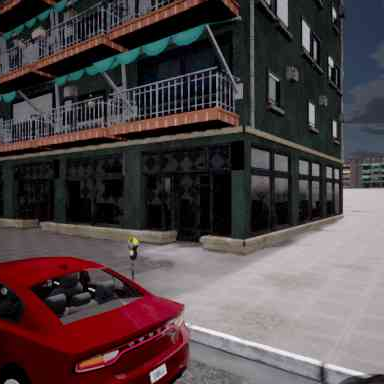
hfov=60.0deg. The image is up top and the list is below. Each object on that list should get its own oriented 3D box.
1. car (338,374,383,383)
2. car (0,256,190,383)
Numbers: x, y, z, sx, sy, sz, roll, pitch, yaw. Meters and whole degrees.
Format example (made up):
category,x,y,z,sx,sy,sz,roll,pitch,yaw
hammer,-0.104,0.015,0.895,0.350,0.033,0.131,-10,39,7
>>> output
category,x,y,z,sx,sy,sz,roll,pitch,yaw
car,2.469,1.566,1.122,4.313,1.339,1.947,0,0,35
car,-2.128,1.545,4.383,4.507,1.381,1.887,0,0,35
